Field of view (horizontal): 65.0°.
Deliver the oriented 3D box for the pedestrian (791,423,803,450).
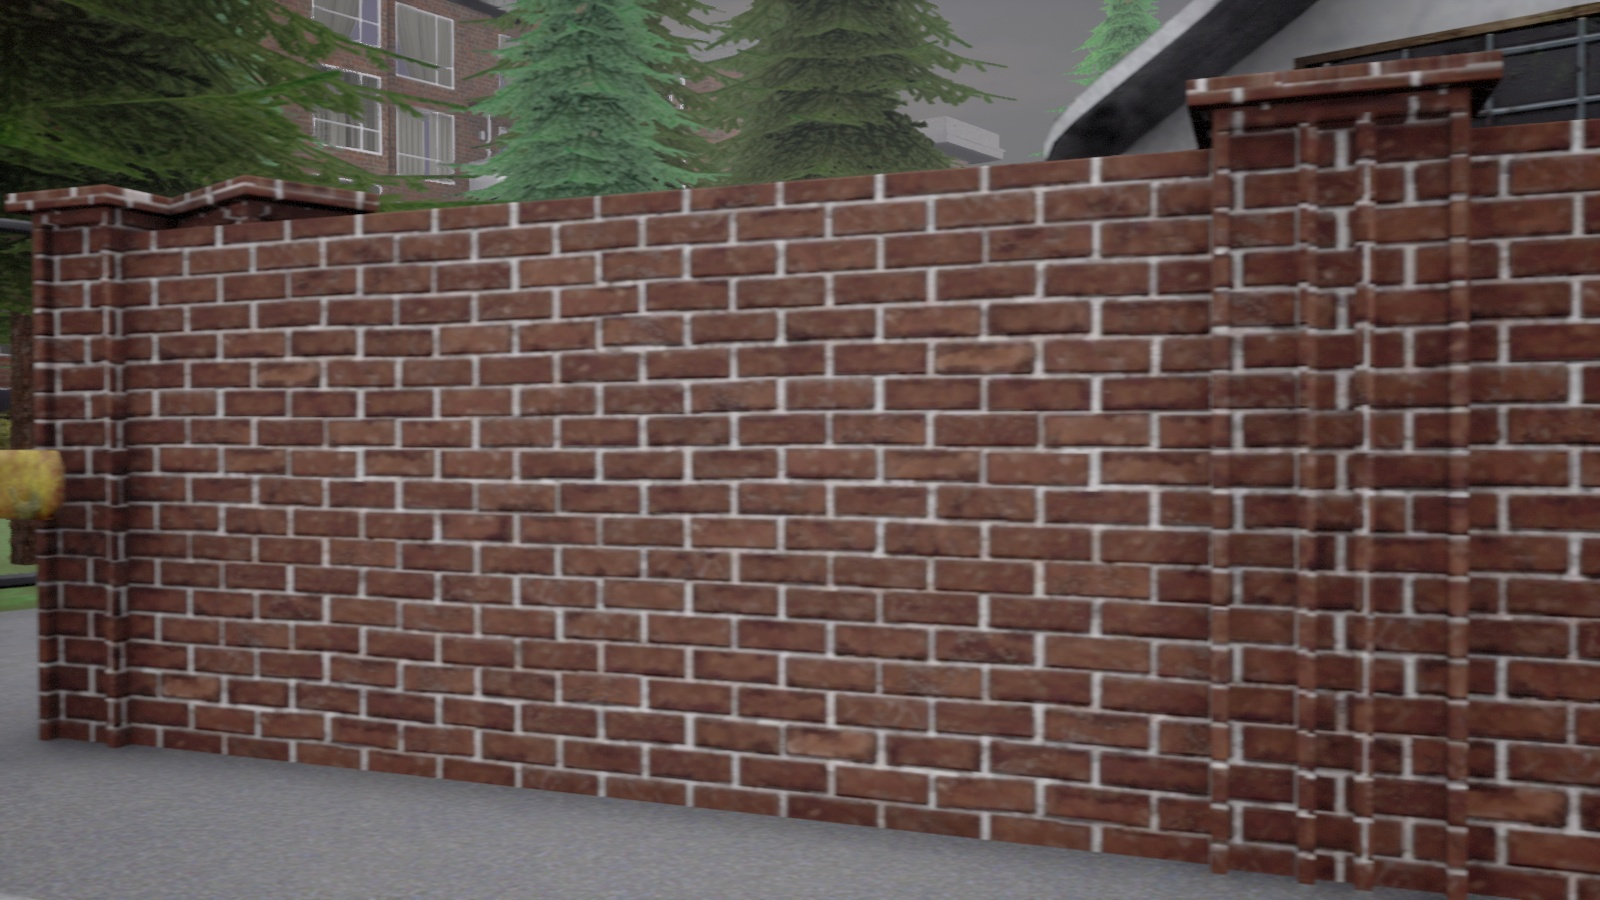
[{"bbox_3d":[-0.220,-0.904,85.419,0.703,1.840,0.431,1,1,38],"label":"pedestrian"}]
